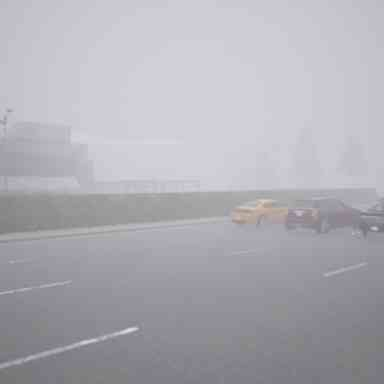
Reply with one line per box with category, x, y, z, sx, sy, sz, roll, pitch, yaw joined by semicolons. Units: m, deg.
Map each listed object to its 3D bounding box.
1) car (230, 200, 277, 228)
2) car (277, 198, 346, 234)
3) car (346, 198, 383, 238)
car;4.542;1.195;19.918;5.008;1.535;1.882;-1;1;-35
car;6.910;1.063;17.299;4.553;1.767;2.097;-2;1;-35
car;9.263;1.194;14.676;4.902;1.511;2.128;-1;1;-35
